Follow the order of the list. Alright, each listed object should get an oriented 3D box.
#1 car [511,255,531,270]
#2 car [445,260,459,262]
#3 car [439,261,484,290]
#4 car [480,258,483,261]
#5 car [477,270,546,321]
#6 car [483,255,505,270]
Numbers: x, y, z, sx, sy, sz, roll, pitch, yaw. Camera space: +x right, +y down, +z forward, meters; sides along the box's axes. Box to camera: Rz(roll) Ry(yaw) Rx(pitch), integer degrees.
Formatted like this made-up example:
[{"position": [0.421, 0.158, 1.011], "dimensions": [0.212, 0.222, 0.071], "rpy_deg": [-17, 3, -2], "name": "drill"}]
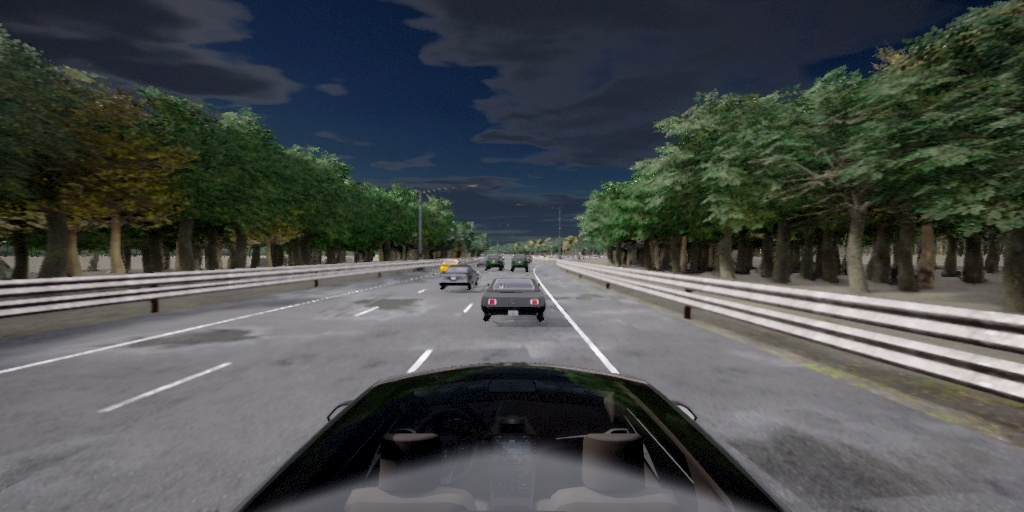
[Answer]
[{"position": [1.051, 0.885, 46.452], "dimensions": [2.150, 2.045, 5.566], "rpy_deg": [0, 0, 3], "name": "car"}, {"position": [-6.227, 1.154, 38.104], "dimensions": [1.882, 1.535, 5.008], "rpy_deg": [0, 0, 2], "name": "car"}, {"position": [-3.172, 1.263, 22.255], "dimensions": [2.033, 1.411, 5.357], "rpy_deg": [0, 0, 1], "name": "car"}, {"position": [-4.968, 1.131, 64.422], "dimensions": [2.033, 1.411, 5.357], "rpy_deg": [0, 0, 4], "name": "car"}, {"position": [0.068, 1.337, 12.436], "dimensions": [1.895, 1.301, 4.718], "rpy_deg": [0, 0, 1], "name": "car"}, {"position": [-2.250, 0.875, 48.778], "dimensions": [2.150, 2.045, 5.566], "rpy_deg": [0, 0, 3], "name": "car"}]
